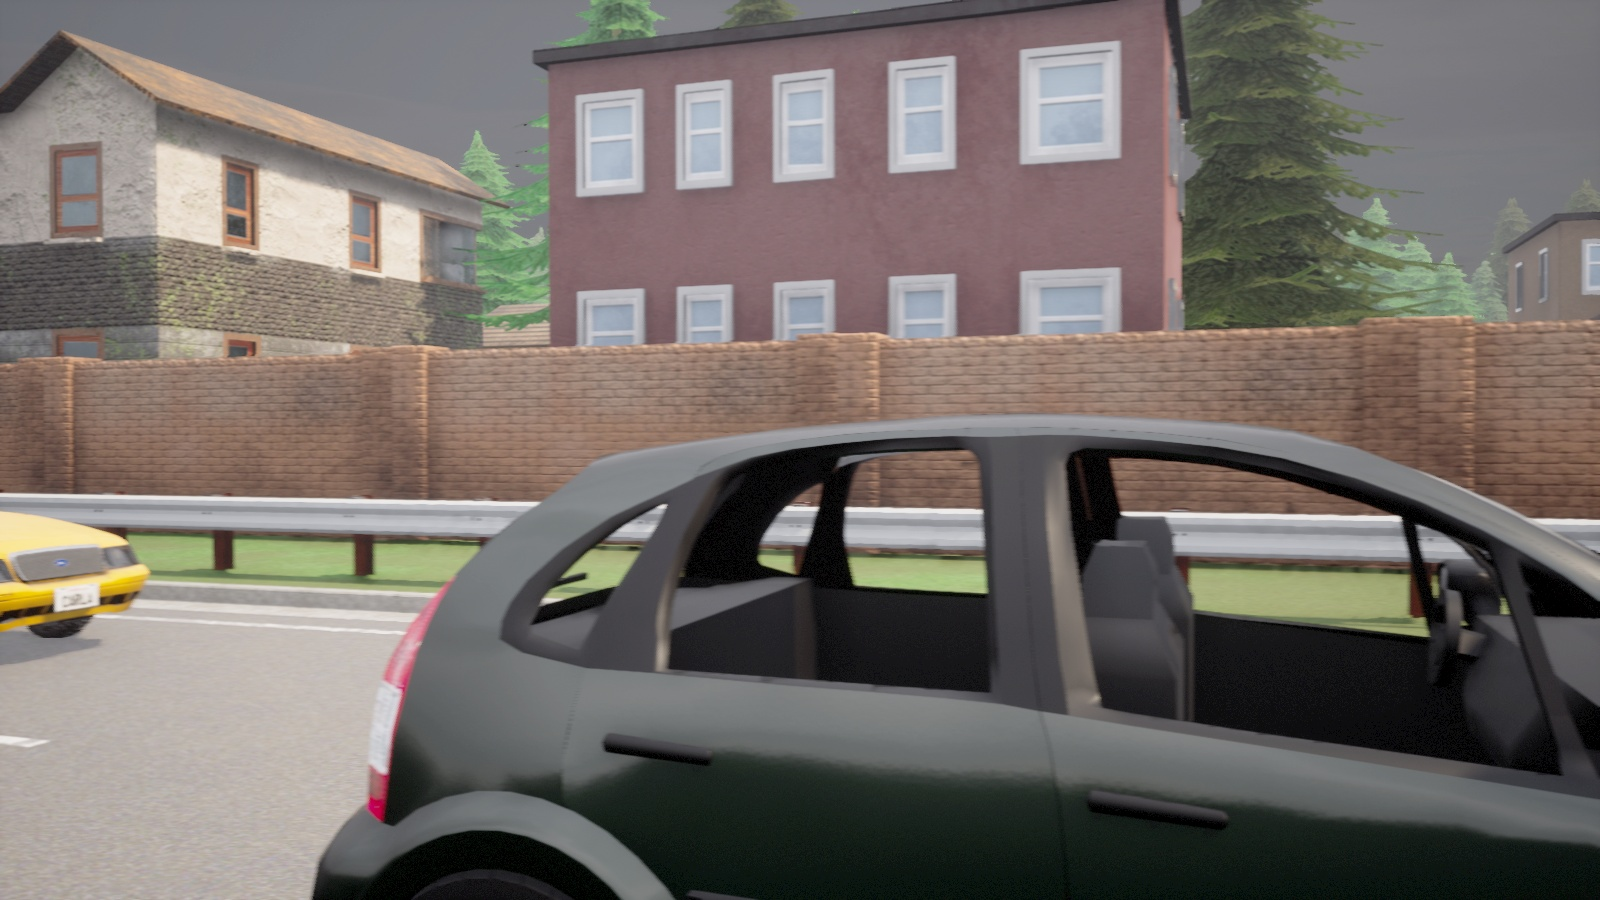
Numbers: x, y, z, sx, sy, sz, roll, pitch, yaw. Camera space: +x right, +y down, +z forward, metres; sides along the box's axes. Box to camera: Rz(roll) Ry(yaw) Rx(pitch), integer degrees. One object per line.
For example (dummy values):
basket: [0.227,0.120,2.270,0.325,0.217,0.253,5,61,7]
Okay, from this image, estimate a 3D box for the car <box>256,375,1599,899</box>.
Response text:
car: [1.064,0.683,2.834,3.988,1.617,1.851,1,1,19]

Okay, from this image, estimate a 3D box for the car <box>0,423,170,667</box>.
car: [-7.563,0.586,9.429,5.366,1.575,1.801,1,1,19]
